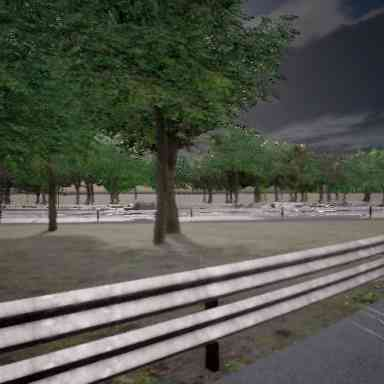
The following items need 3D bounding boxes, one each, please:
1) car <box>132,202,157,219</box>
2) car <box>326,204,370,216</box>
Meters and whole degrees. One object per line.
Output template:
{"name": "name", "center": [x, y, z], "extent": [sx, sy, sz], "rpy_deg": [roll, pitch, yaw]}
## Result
{"name": "car", "center": [-4.770, 2.226, 41.856], "extent": [5.566, 2.045, 2.150], "rpy_deg": [-1, 0, -3]}
{"name": "car", "center": [20.307, 2.288, 43.286], "extent": [5.357, 1.411, 2.033], "rpy_deg": [-1, 0, -3]}
